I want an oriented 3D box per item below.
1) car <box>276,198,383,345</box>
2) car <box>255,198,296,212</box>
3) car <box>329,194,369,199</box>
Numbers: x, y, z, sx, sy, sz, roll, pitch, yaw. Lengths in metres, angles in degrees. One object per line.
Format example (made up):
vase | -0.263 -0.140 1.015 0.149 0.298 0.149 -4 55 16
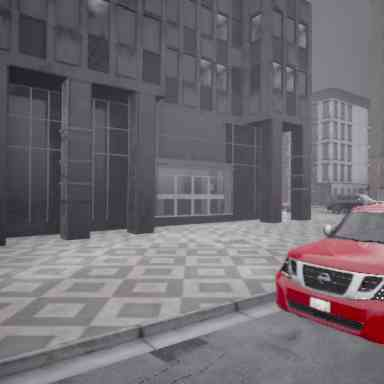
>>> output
car | 4.037 1.223 6.269 5.566 2.045 2.150 0 0 -36
car | 9.964 1.498 39.999 1.812 1.442 4.674 1 0 -36
car | 15.793 1.190 31.880 2.150 2.045 5.566 1 -1 -36
